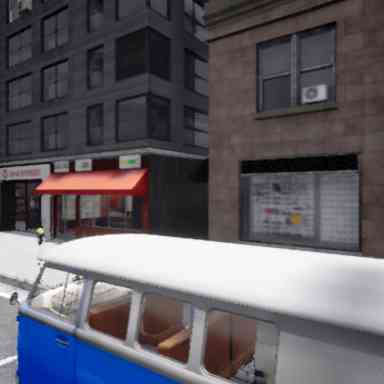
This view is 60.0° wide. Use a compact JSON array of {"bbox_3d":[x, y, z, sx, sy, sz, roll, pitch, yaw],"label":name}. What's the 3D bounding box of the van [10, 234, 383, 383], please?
[{"bbox_3d":[0.170,1.340,2.687,3.998,1.788,1.690,0,0,36],"label":"van"}]
